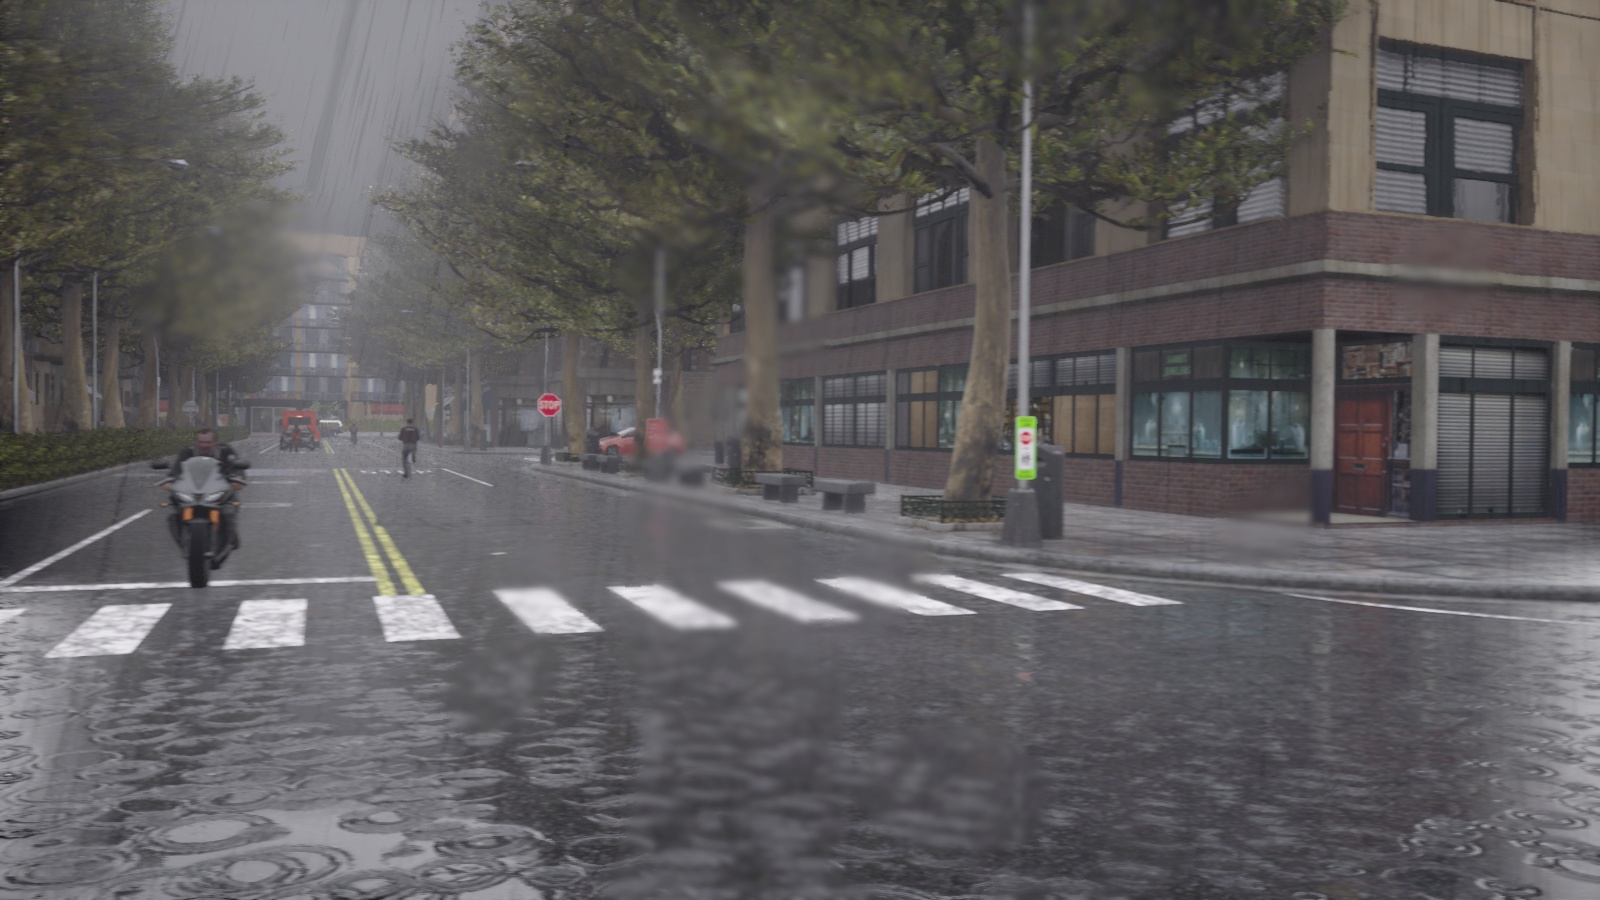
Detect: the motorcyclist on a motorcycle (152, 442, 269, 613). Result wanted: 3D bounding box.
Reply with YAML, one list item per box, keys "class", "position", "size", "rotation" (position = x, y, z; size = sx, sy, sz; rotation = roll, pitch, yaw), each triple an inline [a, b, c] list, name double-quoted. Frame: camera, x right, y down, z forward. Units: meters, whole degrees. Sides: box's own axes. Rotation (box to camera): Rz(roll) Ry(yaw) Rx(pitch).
- class: "motorcyclist on a motorcycle"
  position: [-5.818, 0.692, 12.514]
  size: [0.866, 1.530, 2.191]
  rotation: [-1, 1, -21]

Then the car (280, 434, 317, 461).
- class: "car"
  position: [-30.090, -0.158, 75.408]
  size: [2.007, 1.525, 4.514]
  rotation: [-1, 1, -21]

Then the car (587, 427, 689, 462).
- class: "car"
  position: [-8.082, -0.289, 62.688]
  size: [4.611, 1.667, 2.242]
  rotation: [-1, 1, -22]

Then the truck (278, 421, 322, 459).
- class: "truck"
  position: [-33.858, -0.713, 85.144]
  size: [2.627, 2.467, 5.204]
  rotation: [-1, 1, -21]
